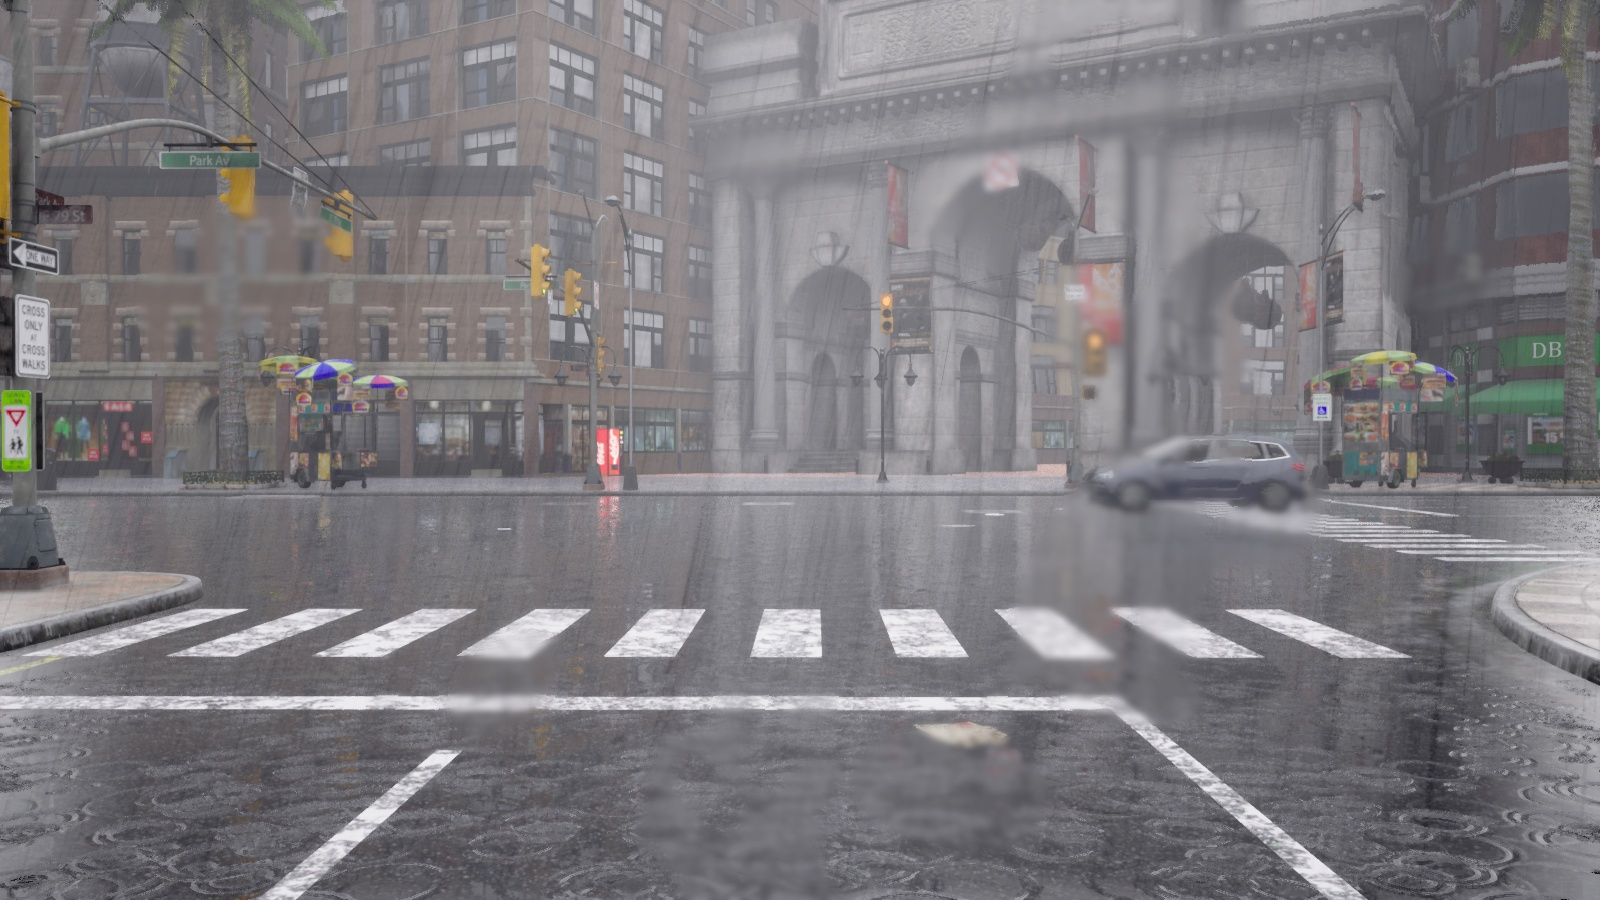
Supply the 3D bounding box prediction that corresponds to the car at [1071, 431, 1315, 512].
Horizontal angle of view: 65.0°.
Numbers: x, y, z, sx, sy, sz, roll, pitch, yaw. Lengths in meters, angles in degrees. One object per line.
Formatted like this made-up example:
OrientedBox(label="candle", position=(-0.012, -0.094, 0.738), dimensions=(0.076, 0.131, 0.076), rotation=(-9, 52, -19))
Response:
OrientedBox(label="car", position=(8.402, 0.444, 27.208), dimensions=(4.611, 1.667, 2.242), rotation=(0, 0, 1))
